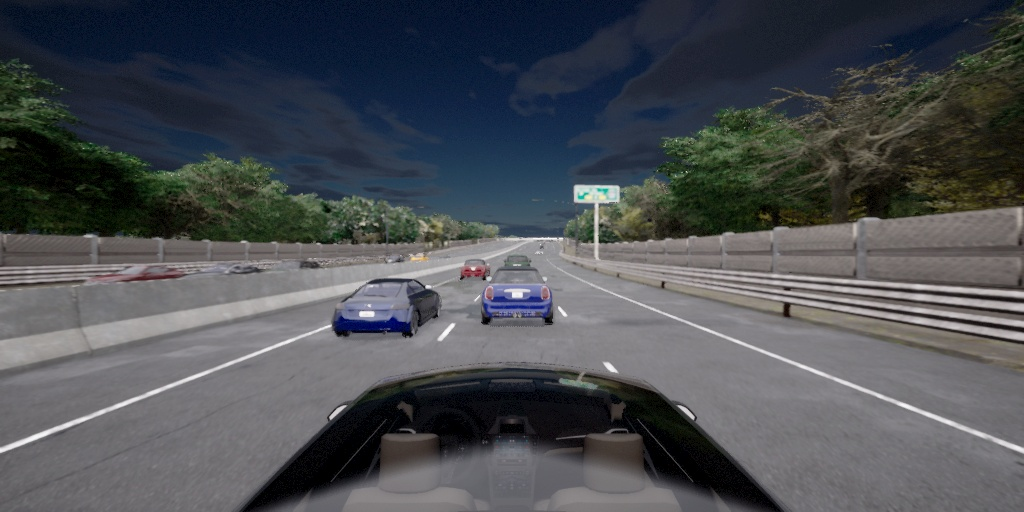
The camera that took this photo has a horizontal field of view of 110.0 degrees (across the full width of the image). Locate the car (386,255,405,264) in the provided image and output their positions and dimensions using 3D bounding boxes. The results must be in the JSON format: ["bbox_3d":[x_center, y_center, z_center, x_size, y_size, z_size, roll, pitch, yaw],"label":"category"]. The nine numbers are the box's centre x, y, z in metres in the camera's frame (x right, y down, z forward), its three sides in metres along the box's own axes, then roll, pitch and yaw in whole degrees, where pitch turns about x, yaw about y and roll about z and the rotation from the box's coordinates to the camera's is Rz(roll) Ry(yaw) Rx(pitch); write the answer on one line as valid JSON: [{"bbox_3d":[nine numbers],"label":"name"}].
[{"bbox_3d":[-19.554,0.655,60.286,2.128,1.511,4.902,0,1,3],"label":"car"}]

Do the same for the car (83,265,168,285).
[{"bbox_3d":[-20.929,1.259,20.262,1.812,1.442,4.674,0,0,1],"label":"car"}]

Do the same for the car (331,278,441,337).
[{"bbox_3d":[-3.350,1.319,10.331,1.994,1.385,4.181,0,0,0],"label":"car"}]

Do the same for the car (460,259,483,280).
[{"bbox_3d":[-3.017,1.030,30.408,2.097,1.767,4.553,0,1,1],"label":"car"}]

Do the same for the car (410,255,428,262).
[{"bbox_3d":[-15.967,0.602,61.871,1.882,1.535,5.008,0,1,3],"label":"car"}]

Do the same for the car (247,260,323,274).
[{"bbox_3d":[-13.884,1.078,22.732,2.097,1.767,4.553,0,0,1],"label":"car"}]

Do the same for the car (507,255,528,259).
[{"bbox_3d":[0.470,0.905,30.046,2.150,2.045,5.566,0,1,1],"label":"car"}]

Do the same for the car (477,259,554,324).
[{"bbox_3d":[0.167,1.109,12.149,2.097,1.767,4.553,0,0,1],"label":"car"}]

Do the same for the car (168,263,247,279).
[{"bbox_3d":[-17.402,1.221,21.854,2.128,1.511,4.902,0,0,1],"label":"car"}]
